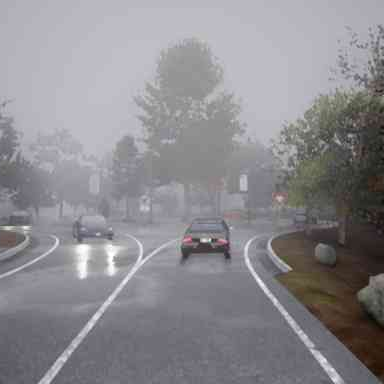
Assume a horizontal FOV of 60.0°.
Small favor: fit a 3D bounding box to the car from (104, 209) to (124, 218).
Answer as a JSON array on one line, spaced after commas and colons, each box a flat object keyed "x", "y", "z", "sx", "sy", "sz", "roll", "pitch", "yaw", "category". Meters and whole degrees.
[{"x": -13.656, "y": 3.552, "z": 54.577, "sx": 4.892, "sy": 1.490, "sz": 1.837, "roll": 1, "pitch": -4, "yaw": -36, "category": "car"}]

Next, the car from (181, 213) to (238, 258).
[{"x": 0.696, "y": 1.789, "z": 13.761, "sx": 2.033, "sy": 1.411, "sz": 5.357, "roll": 0, "pitch": -2, "yaw": 6, "category": "car"}]

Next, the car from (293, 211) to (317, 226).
[{"x": 12.005, "y": 2.746, "z": 35.318, "sx": 2.128, "sy": 1.511, "sz": 4.902, "roll": -1, "pitch": -3, "yaw": 28, "category": "car"}]

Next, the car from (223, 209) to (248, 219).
[{"x": 6.924, "y": 3.560, "z": 55.076, "sx": 4.553, "sy": 1.767, "sz": 2.097, "roll": -2, "pitch": -3, "yaw": 40, "category": "car"}]

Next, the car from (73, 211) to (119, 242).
[{"x": -5.754, "y": 1.996, "z": 19.152, "sx": 1.812, "sy": 1.442, "sz": 4.674, "roll": 2, "pitch": -3, "yaw": -24, "category": "car"}]

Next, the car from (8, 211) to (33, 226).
[{"x": -18.239, "y": 2.740, "z": 35.465, "sx": 1.882, "sy": 1.535, "sz": 5.008, "roll": 0, "pitch": -3, "yaw": -19, "category": "car"}]
